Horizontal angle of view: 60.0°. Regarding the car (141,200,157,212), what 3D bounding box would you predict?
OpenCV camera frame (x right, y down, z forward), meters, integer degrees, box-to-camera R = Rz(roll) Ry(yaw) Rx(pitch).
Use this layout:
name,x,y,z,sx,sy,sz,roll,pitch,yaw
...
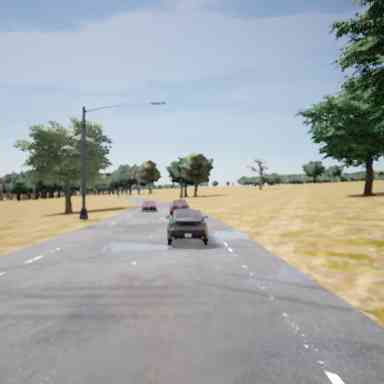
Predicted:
name,x,y,z,sx,sy,sz,roll,pitch,yaw
car,-5.513,1.788,43.071,1.882,1.535,5.008,0,-1,-5

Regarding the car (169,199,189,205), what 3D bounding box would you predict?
name,x,y,z,sx,sy,sz,roll,pitch,yaw
car,-1.428,1.593,37.069,2.097,1.767,4.553,0,-1,-4

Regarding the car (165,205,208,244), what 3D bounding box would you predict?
name,x,y,z,sx,sy,sz,roll,pitch,yaw
car,-0.245,1.593,16.408,1.837,1.490,4.892,0,0,-2
